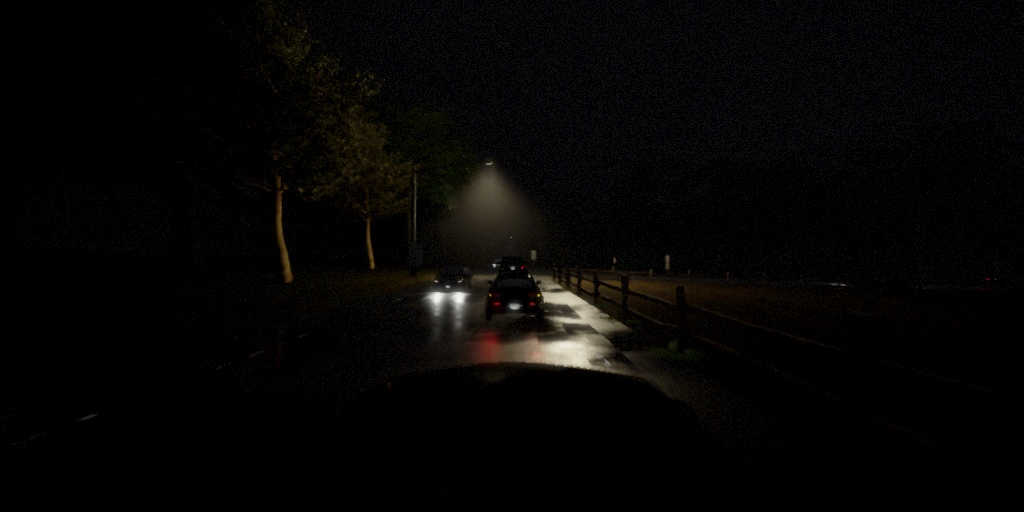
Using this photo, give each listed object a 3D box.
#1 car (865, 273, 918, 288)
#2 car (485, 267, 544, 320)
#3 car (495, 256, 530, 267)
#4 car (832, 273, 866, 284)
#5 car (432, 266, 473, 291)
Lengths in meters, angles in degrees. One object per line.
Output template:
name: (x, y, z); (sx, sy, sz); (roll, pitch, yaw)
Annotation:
car: (45.138, 2.977, 42.388); (4.181, 1.385, 1.994); (1, 2, 0)
car: (0.088, 1.292, 12.652); (1.812, 1.442, 4.674); (0, 0, 0)
car: (0.173, 1.005, 28.076); (2.150, 2.045, 5.566); (0, 0, 3)
car: (43.715, 2.826, 45.177); (5.357, 1.411, 2.033); (1, 2, 0)
car: (-3.551, 1.328, 22.550); (2.033, 1.411, 5.357); (0, 0, 0)
